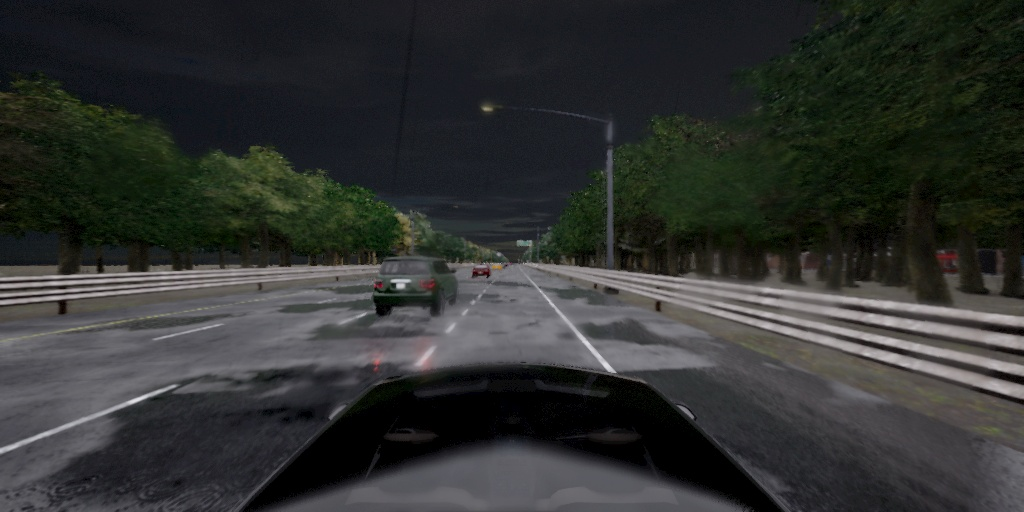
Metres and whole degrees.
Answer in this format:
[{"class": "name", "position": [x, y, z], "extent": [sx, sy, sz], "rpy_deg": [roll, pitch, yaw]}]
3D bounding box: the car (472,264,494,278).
[{"class": "car", "position": [-3.404, 1.684, 41.061], "extent": [1.882, 1.535, 5.008], "rpy_deg": [0, -1, 0]}]

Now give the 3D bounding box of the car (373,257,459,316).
[{"class": "car", "position": [-3.488, 1.066, 13.952], "extent": [2.150, 2.045, 5.566], "rpy_deg": [0, -1, 0]}]
